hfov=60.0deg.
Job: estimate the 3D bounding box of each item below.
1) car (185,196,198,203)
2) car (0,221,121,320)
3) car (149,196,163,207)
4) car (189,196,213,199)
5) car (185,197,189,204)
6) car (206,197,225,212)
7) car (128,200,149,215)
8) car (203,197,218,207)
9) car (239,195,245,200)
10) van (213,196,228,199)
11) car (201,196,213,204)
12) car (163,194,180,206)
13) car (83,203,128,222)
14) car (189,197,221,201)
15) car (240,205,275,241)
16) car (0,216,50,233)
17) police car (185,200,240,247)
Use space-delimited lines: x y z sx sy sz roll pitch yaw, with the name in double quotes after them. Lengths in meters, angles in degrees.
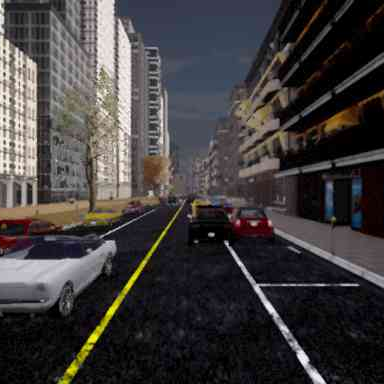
-0.001 1.519 66.079 1.895 1.301 4.718 0 0 8 "car"
-3.105 1.584 7.398 1.895 1.301 4.718 0 0 0 "car"
-5.715 1.439 49.314 1.752 1.417 4.829 0 0 0 "car"
0.884 1.420 30.960 1.882 1.535 5.008 0 0 0 "car"
-0.015 1.390 50.486 1.882 1.535 5.008 0 0 0 "car"
2.670 1.370 38.422 1.967 1.590 4.097 0 0 0 "car"
-5.707 1.520 32.887 1.802 1.307 4.206 0 0 0 "car"
2.665 1.465 49.487 2.008 1.369 4.403 0 0 0 "car"
13.386 1.227 79.964 4.403 1.369 2.008 -1 1 -1 "car"
2.673 1.279 32.889 1.690 1.788 3.998 0 0 0 "van"
2.659 1.452 60.553 2.008 1.369 4.403 0 0 0 "car"
-3.026 1.450 52.700 1.837 1.490 4.892 0 0 0 "car"
-5.702 1.481 21.651 1.752 1.417 4.829 0 0 0 "car"
0.888 1.406 25.150 1.801 1.575 5.366 0 0 0 "car"
2.681 1.406 16.291 1.967 1.590 4.097 0 0 0 "car"
-5.696 1.521 10.755 1.887 1.381 4.507 0 0 0 "car"
0.800 1.393 15.094 1.930 1.638 5.238 0 0 2 "police car"
